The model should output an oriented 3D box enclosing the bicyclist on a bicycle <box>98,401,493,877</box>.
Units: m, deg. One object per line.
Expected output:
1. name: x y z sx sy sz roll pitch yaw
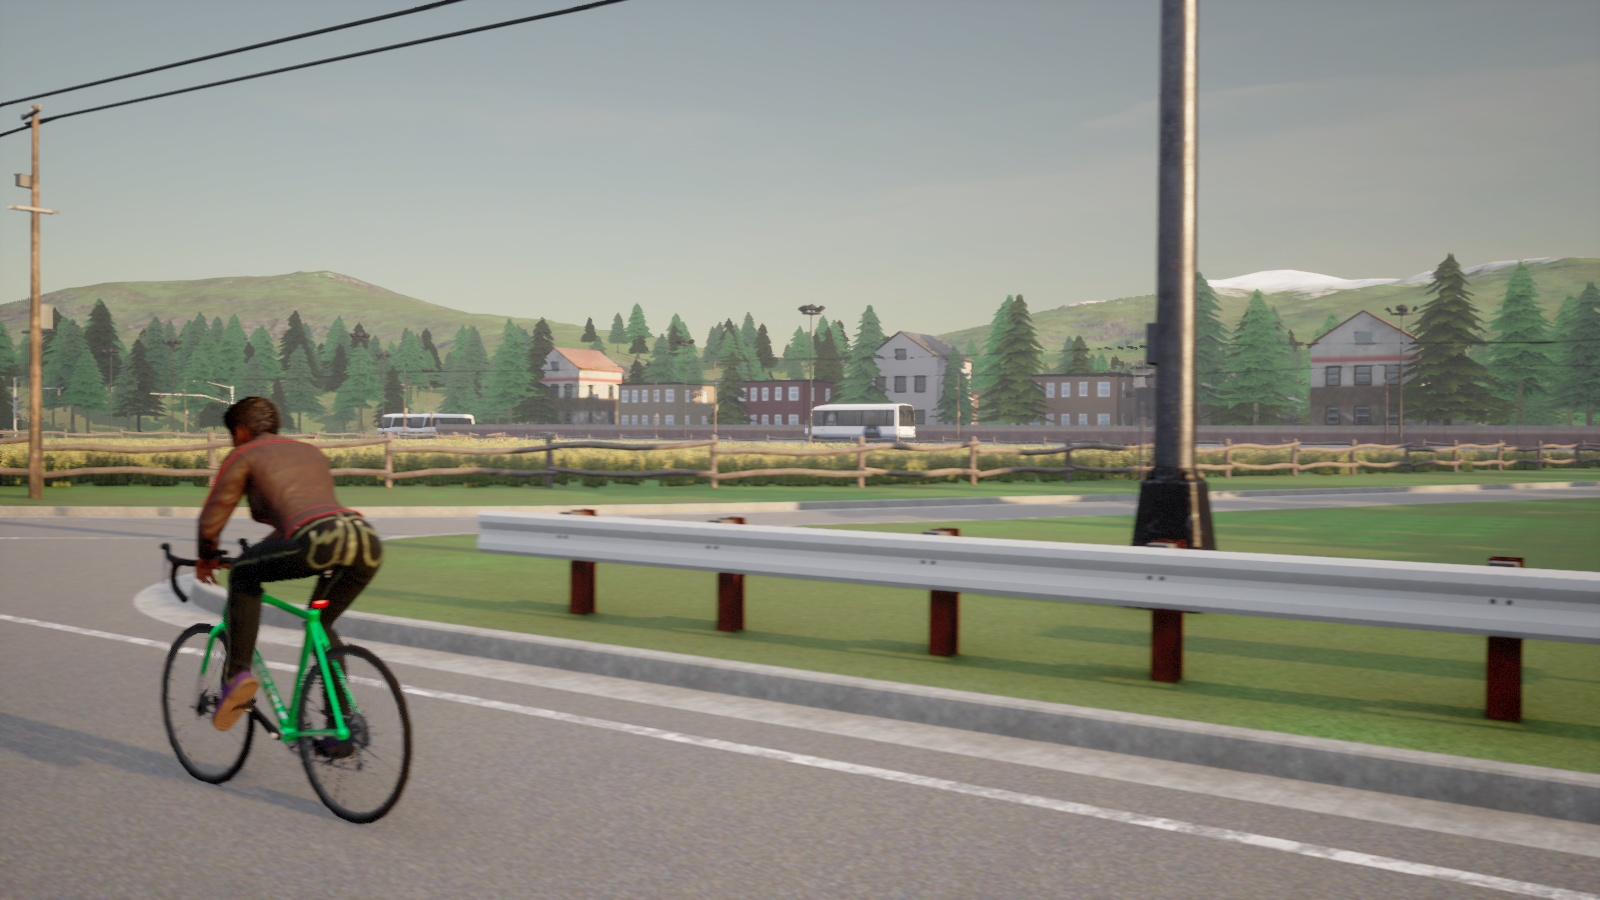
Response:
1. bicyclist on a bicycle: -2.030 0.646 4.972 1.656 1.620 0.582 -1 1 34
